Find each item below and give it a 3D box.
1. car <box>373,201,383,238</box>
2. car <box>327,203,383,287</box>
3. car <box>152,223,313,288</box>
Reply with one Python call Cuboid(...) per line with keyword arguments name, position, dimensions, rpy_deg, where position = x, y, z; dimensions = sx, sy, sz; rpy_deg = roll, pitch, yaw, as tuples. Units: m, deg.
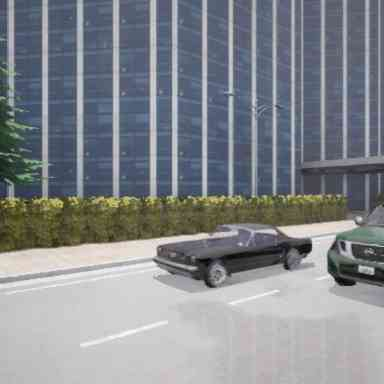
Cuboid(name="car", position=(11.495, 1.351, 17.173), dimensions=(4.553, 1.767, 2.097), rpy_deg=(0, 0, -37))
Cuboid(name="car", position=(5.696, 1.223, 8.358), dimensions=(5.566, 2.045, 2.150), rpy_deg=(0, 0, -37))
Cuboid(name="car", position=(1.289, 1.601, 9.395), dimensions=(4.718, 1.301, 1.895), rpy_deg=(0, 0, -37))
